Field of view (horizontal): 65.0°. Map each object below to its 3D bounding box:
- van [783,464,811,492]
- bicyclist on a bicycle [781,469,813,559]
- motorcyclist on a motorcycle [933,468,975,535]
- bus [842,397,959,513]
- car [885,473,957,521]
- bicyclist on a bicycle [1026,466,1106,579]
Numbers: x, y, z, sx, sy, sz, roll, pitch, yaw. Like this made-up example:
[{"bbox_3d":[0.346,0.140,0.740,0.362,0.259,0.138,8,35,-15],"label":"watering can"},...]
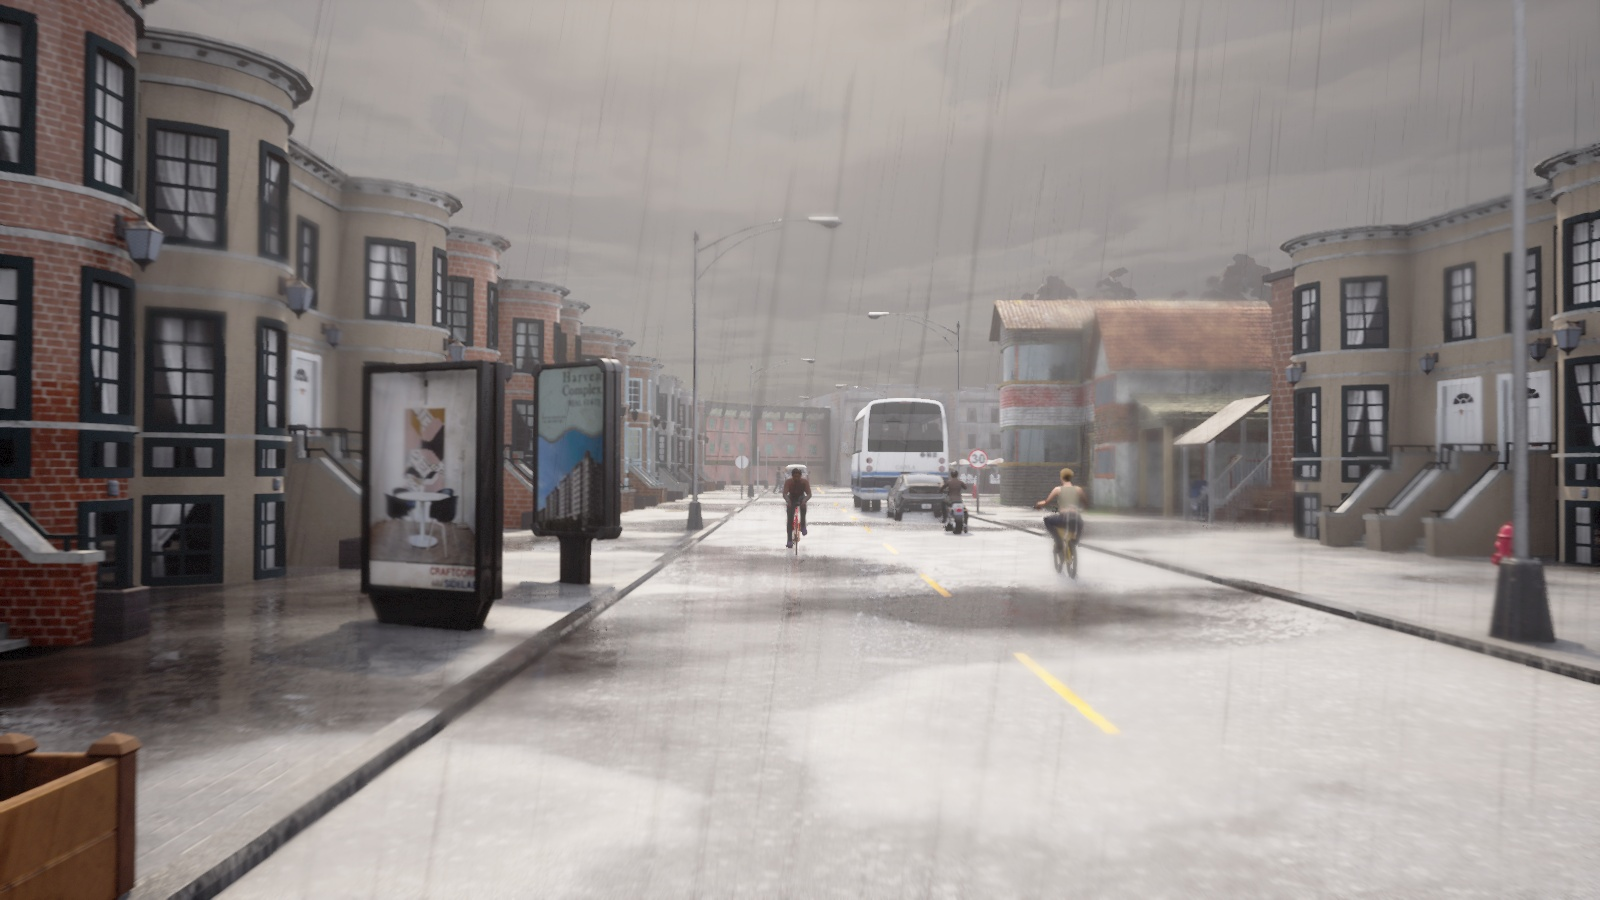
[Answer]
[{"bbox_3d":[-0.244,2.133,95.235,2.069,2.038,4.480,0,-1,0],"label":"van"},{"bbox_3d":[-0.055,1.160,23.408,0.582,1.620,1.656,0,-1,0],"label":"bicyclist on a bicycle"},{"bbox_3d":[3.925,1.287,32.144,0.766,1.649,2.350,0,-1,0],"label":"motorcyclist on a motorcycle"},{"bbox_3d":[3.864,0.282,51.333,3.944,4.253,10.273,0,-1,0],"label":"bus"},{"bbox_3d":[3.904,1.494,41.240,1.837,1.490,4.892,0,-1,0],"label":"car"},{"bbox_3d":[3.951,1.050,18.765,0.866,1.612,1.509,0,-1,0],"label":"bicyclist on a bicycle"}]
